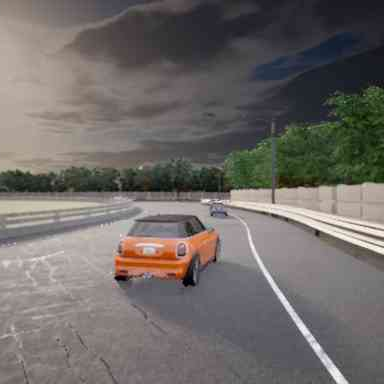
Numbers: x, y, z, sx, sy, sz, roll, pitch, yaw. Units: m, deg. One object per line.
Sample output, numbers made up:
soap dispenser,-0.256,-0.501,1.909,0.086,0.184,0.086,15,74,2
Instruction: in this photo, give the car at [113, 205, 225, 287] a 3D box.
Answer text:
car,-0.497,1.444,9.991,2.097,1.767,4.553,0,-1,14

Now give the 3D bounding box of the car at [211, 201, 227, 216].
car,2.808,1.913,37.321,2.033,1.411,5.357,0,-1,-1
